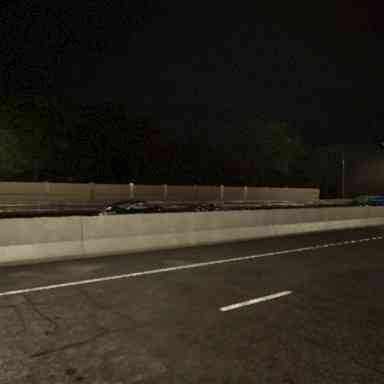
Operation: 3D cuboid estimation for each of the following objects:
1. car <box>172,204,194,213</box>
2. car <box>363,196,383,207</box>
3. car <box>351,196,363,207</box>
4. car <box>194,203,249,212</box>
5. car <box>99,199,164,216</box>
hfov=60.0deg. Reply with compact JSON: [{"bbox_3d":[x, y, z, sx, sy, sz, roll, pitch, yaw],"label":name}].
[{"bbox_3d":[0.647,1.623,25.965,4.892,1.490,1.837,1,0,-36],"label":"car"},{"bbox_3d":[28.759,1.642,50.292,5.566,2.045,2.150,1,0,-35],"label":"car"},{"bbox_3d":[28.180,1.657,54.166,5.566,2.045,2.150,1,0,-35],"label":"car"},{"bbox_3d":[2.567,1.681,23.034,4.181,1.385,1.994,1,0,-36],"label":"car"},{"bbox_3d":[-4.600,1.578,26.520,4.902,1.511,2.128,0,0,-36],"label":"car"}]
